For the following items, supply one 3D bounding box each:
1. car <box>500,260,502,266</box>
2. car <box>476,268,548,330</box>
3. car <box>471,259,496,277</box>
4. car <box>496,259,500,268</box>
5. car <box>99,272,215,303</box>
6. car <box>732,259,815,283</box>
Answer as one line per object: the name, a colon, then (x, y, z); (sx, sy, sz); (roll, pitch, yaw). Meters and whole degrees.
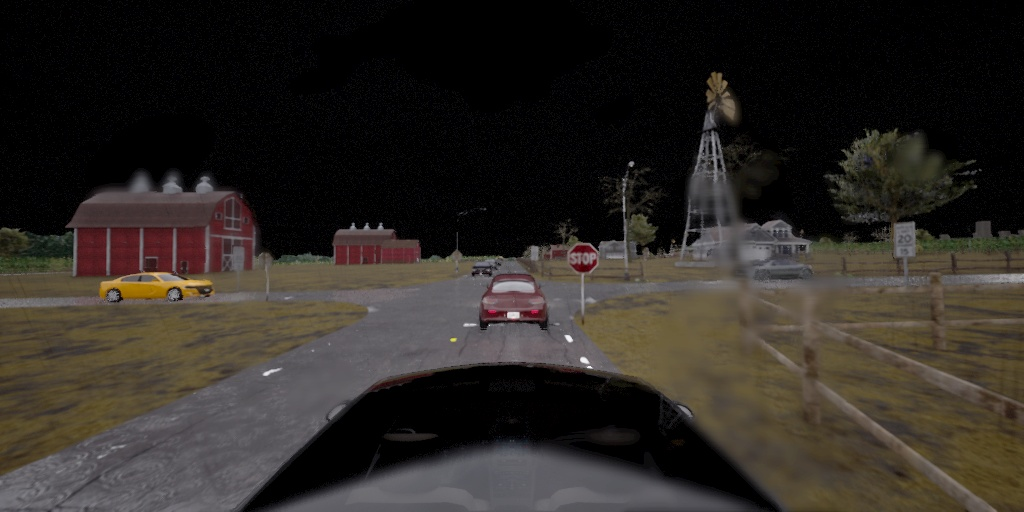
car: (-2.827, 1.193, 64.916); (1.895, 1.301, 4.718); (0, 0, 0)
car: (0.052, 1.253, 10.971); (1.812, 1.442, 4.674); (0, 0, 0)
car: (-2.839, 1.210, 34.515); (2.033, 1.411, 5.357); (0, 0, -2)
car: (-2.882, 1.138, 47.095); (1.837, 1.490, 4.892); (0, 0, 0)
car: (-18.680, 1.609, 19.022); (5.008, 1.535, 1.882); (-1, -1, 0)
car: (16.037, 0.883, 22.119); (4.181, 1.385, 1.994); (-1, -1, 0)
